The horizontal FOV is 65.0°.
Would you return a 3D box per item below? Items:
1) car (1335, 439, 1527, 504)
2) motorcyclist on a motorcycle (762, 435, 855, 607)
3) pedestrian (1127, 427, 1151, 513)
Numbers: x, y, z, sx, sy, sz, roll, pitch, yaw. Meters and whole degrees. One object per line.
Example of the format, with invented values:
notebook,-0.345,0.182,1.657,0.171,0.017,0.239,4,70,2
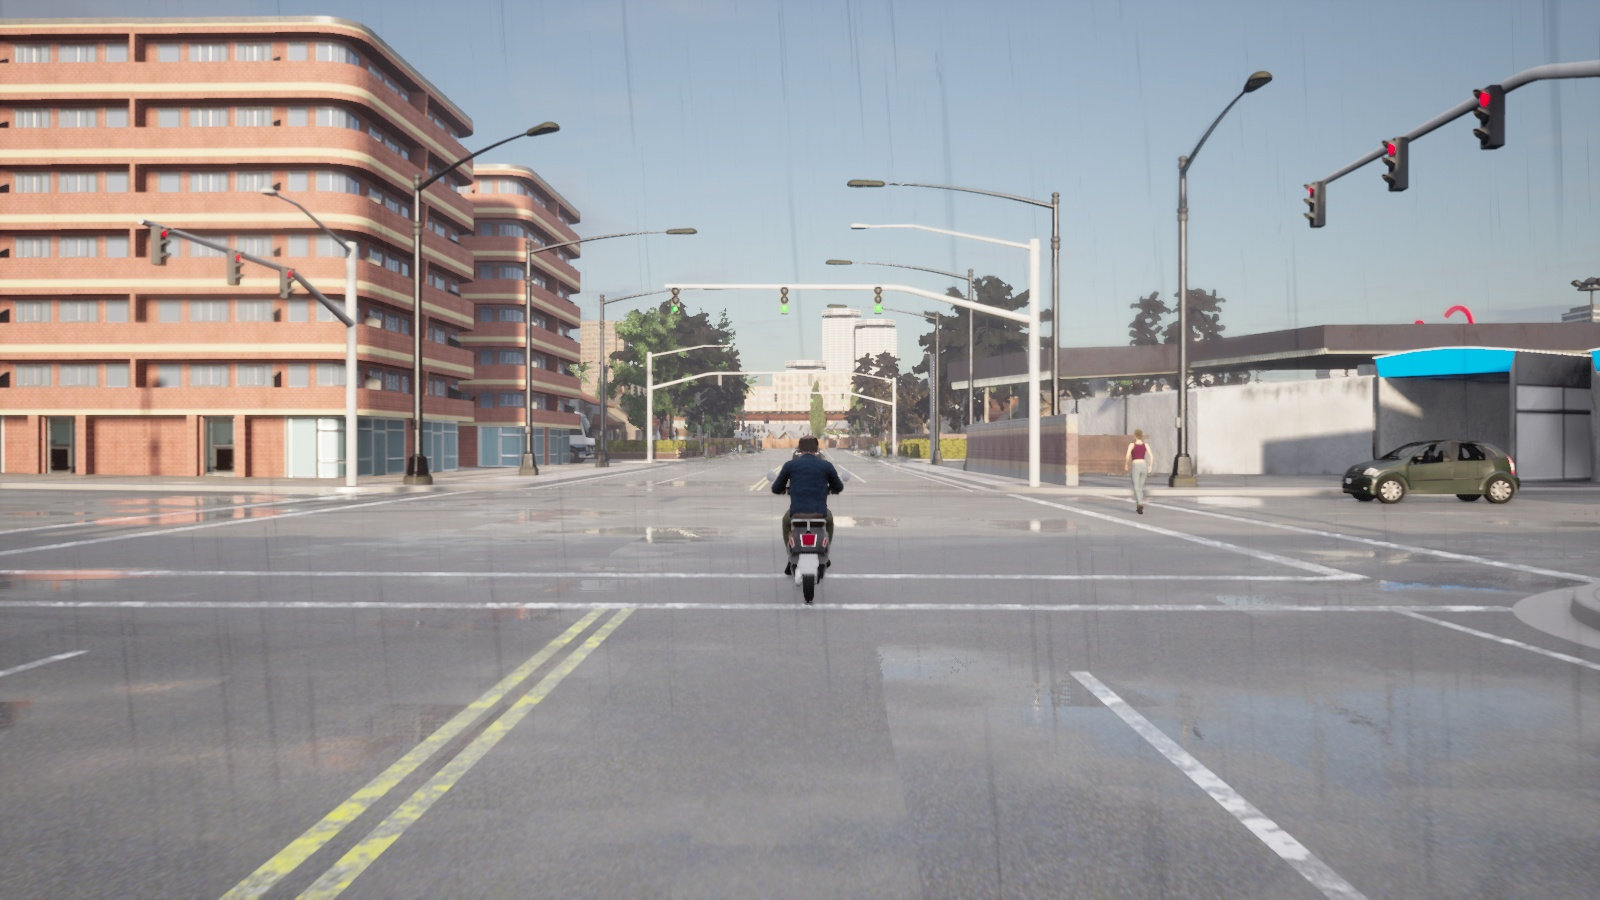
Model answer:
car,16.047,0.525,32.079,3.988,1.617,1.851,0,0,1
motorcyclist on a motorcycle,0.084,0.649,12.517,0.866,1.590,1.817,0,0,0
pedestrian,7.288,0.432,27.013,0.345,1.836,0.594,0,0,-2
